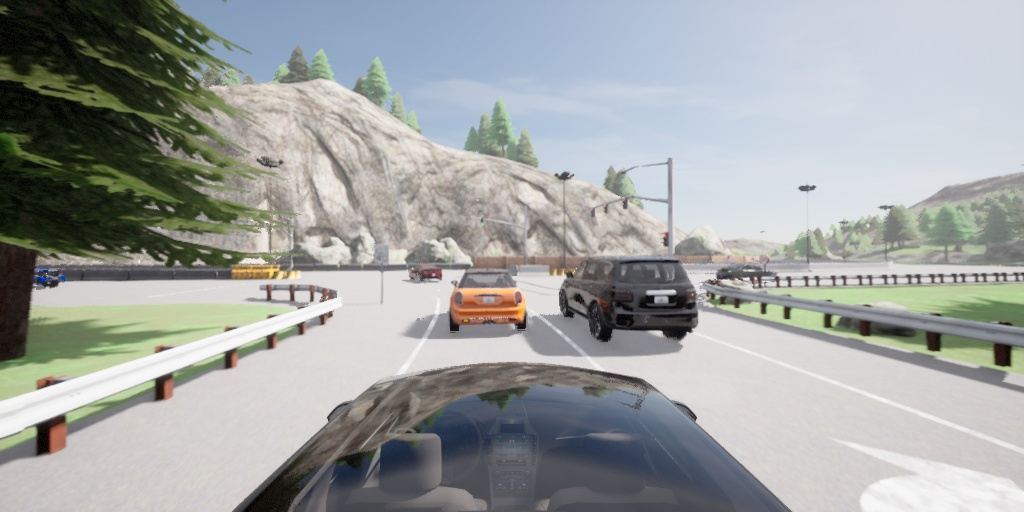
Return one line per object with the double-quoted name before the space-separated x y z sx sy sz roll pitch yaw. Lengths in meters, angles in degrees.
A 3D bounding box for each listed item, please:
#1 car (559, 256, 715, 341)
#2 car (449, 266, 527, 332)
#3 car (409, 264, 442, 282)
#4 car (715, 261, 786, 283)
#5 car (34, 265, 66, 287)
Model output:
"car" 2.920 1.022 10.261 2.150 2.045 5.566 0 0 -5
"car" -0.852 1.167 11.395 2.097 1.767 4.553 0 0 -7
"car" -7.872 1.451 32.379 1.882 1.535 5.008 0 -1 -31
"car" 18.704 1.380 28.513 4.892 1.490 1.837 0 0 -13
"car" -34.326 1.157 24.247 5.566 2.045 2.150 1 -1 -12
